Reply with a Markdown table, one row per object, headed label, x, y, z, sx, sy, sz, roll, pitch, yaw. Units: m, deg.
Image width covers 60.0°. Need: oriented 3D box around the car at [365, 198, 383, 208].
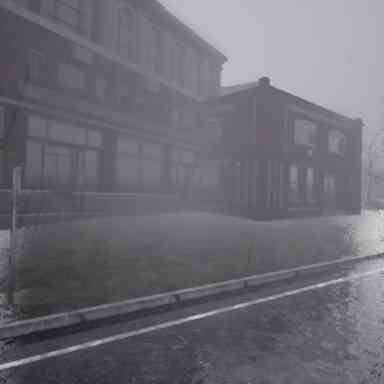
| label | x | y | z | sx | sy | sz | roll | pitch | yaw |
| --- | --- | --- | --- | --- | --- | --- | --- | --- | --- |
| car | 30.697 | 1.755 | 54.735 | 2.097 | 1.767 | 4.553 | 2 | 0 | -9 |
